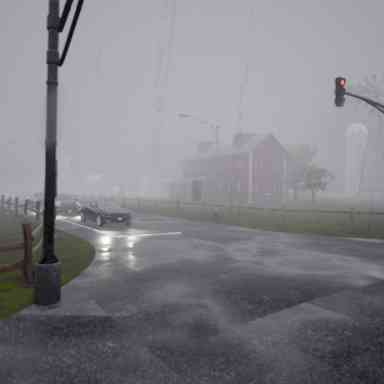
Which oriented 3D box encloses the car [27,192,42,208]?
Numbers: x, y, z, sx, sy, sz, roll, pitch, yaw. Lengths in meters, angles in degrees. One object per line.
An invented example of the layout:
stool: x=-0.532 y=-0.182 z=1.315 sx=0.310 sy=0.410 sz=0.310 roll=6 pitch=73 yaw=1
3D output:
car: x=-16.923 y=0.824 z=36.921 sx=2.097 sy=1.767 sz=4.553 roll=2 pitch=0 yaw=-35

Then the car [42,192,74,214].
car: x=-11.170 y=0.954 z=28.799 sx=2.097 sy=1.767 sz=4.553 roll=2 pitch=0 yaw=-35

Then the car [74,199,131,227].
car: x=-5.488 y=1.209 z=20.785 sx=1.882 sy=1.535 sz=5.008 roll=2 pitch=0 yaw=-35
